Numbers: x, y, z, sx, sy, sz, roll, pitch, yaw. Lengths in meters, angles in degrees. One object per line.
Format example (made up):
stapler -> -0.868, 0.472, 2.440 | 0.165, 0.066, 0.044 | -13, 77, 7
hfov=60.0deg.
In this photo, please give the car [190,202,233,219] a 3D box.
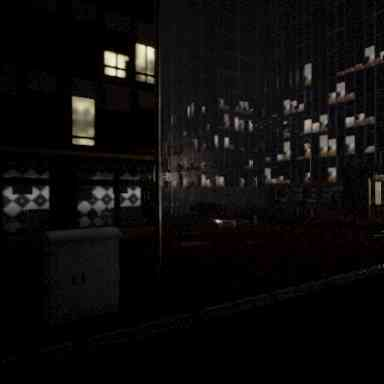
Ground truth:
car -> 1.812, 1.693, 31.745 | 1.882, 1.535, 5.008 | 0, 0, -35
